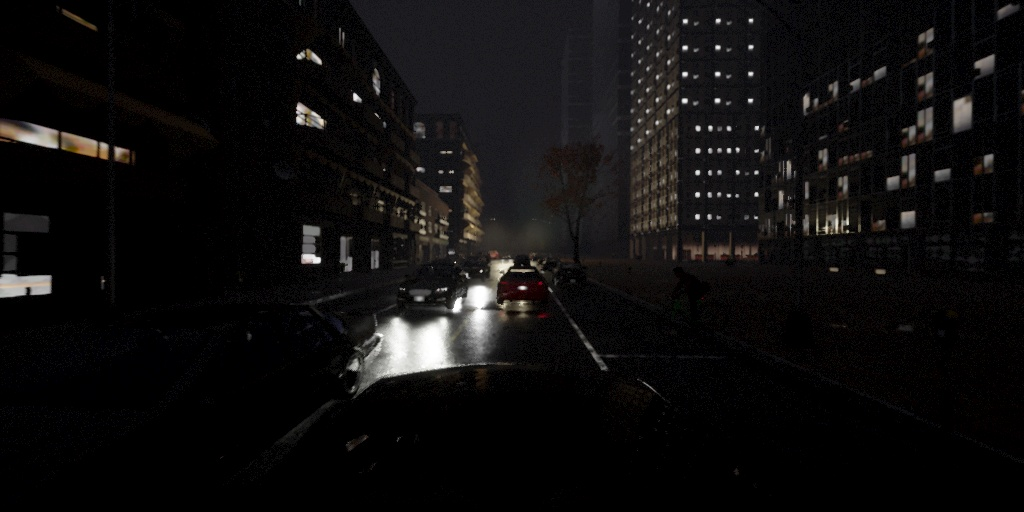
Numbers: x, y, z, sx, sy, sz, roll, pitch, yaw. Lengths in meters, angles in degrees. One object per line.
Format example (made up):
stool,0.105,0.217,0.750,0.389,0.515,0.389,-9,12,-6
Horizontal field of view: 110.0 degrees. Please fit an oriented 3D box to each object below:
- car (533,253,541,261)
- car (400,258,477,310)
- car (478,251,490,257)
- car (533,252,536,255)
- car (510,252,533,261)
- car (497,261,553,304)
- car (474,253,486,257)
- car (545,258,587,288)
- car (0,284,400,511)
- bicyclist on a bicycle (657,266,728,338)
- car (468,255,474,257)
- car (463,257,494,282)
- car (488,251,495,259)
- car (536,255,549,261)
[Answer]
car,3.795,0.592,43.009,1.751,1.417,4.829,0,0,2
car,-2.803,1.020,13.581,2.128,1.511,4.902,0,1,2
car,-4.438,0.444,48.466,1.751,1.417,4.829,0,0,2
car,4.252,0.337,59.539,2.007,1.370,4.403,0,0,2
car,1.069,0.628,38.710,1.837,1.490,4.892,0,2,2
car,0.436,1.089,14.959,1.994,1.385,4.181,0,1,2
car,-4.587,0.579,43.070,1.948,1.339,4.313,0,0,2
car,3.176,0.995,20.571,2.007,1.370,4.403,0,0,2
car,-3.083,1.247,3.595,2.033,1.411,5.357,0,1,2
bicyclist on a bicycle,4.088,1.027,8.261,1.656,1.620,0.582,-9,1,2
car,-4.894,0.751,31.936,2.007,1.370,4.403,0,0,2
car,-2.514,0.955,23.857,1.895,1.301,4.718,0,1,2
car,-4.279,0.140,54.204,2.192,1.841,5.009,0,0,2
car,3.483,0.806,31.705,2.007,1.370,4.403,0,0,2
